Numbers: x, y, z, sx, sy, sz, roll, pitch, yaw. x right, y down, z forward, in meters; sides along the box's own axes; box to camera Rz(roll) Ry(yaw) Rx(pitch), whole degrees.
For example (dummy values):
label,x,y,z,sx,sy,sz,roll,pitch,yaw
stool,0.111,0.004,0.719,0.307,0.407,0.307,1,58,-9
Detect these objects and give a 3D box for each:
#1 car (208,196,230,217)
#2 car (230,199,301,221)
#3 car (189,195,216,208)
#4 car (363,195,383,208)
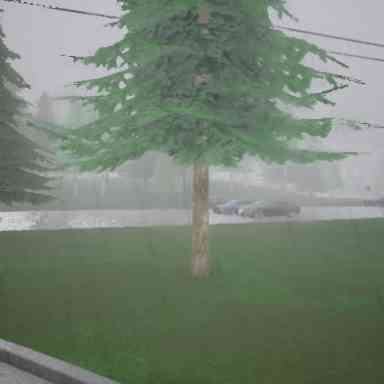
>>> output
label,x,y,z,sx,sy,sz,roll,pitch,yaw
car,3.869,1.284,27.593,4.181,1.385,1.994,0,1,-20
car,5.696,1.255,24.593,4.902,1.511,2.128,0,1,-20
car,2.073,1.140,34.384,4.892,1.490,1.837,0,1,-20
car,24.103,1.156,42.170,5.008,1.535,1.882,0,1,-19
